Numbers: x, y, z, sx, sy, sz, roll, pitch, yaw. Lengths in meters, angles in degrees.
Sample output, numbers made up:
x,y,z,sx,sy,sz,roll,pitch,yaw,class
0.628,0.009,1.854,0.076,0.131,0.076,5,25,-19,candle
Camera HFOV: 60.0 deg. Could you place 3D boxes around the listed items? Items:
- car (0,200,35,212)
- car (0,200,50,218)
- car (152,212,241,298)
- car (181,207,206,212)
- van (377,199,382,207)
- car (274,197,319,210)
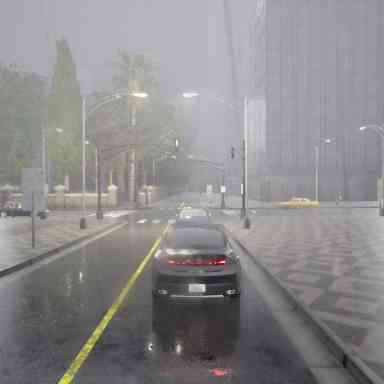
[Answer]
x,y,z,sx,sy,sz,roll,pitch,yaw,class
-20.453,1.588,38.046,4.206,1.307,1.802,0,1,0,car
-14.959,1.593,29.492,4.403,1.369,2.008,0,1,0,car
0.093,1.500,8.475,1.837,1.490,4.892,0,0,0,car
0.075,1.528,18.206,2.033,1.411,5.357,0,0,1,car
23.302,0.987,37.822,3.998,1.788,1.690,-1,1,0,van
11.894,1.293,37.883,4.829,1.417,1.752,-1,1,0,car
